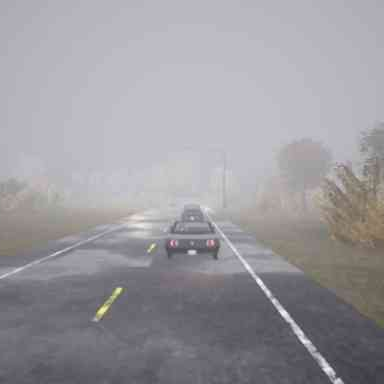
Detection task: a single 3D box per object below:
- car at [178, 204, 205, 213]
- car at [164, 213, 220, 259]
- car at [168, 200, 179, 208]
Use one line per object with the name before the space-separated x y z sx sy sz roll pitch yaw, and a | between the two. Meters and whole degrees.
car | 0.036 1.810 28.500 1.837 1.490 4.892 0 0 0
car | 0.023 1.742 13.263 1.895 1.301 4.718 0 -1 0
car | -3.475 2.252 64.596 2.033 1.411 5.357 0 -1 0
